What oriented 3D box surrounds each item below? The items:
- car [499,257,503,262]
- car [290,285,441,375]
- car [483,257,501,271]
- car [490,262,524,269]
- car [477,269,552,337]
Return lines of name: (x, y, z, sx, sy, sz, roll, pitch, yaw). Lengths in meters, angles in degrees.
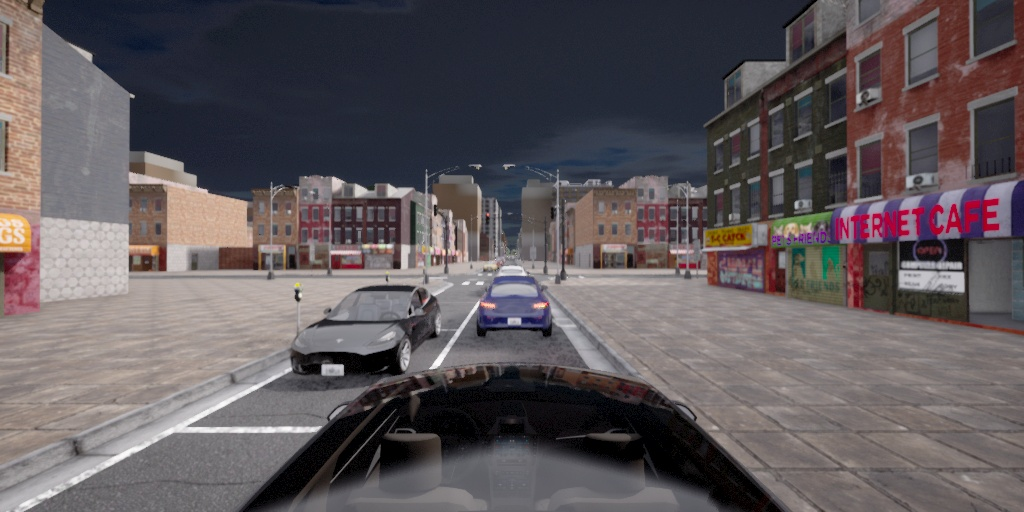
car: (-2.717, 1.247, 50.834, 1.888, 1.381, 4.507, 0, 0, 0)
car: (-2.647, 1.304, 7.461, 1.948, 1.339, 4.313, 0, 0, 0)
car: (-2.707, 1.227, 45.059, 1.751, 1.417, 4.829, 0, 0, 0)
car: (-0.010, 1.246, 19.275, 1.812, 1.442, 4.674, 0, 0, 0)
car: (0.065, 1.260, 10.140, 1.812, 1.442, 4.674, 0, 0, 0)
